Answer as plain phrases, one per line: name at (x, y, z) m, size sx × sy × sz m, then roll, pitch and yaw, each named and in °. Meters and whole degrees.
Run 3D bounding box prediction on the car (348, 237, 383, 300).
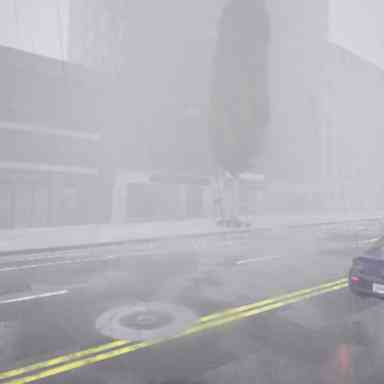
car at (5.198, 1.532, 7.171) m, size 4.674 × 1.442 × 1.812 m, roll 0°, pitch 0°, yaw -36°
